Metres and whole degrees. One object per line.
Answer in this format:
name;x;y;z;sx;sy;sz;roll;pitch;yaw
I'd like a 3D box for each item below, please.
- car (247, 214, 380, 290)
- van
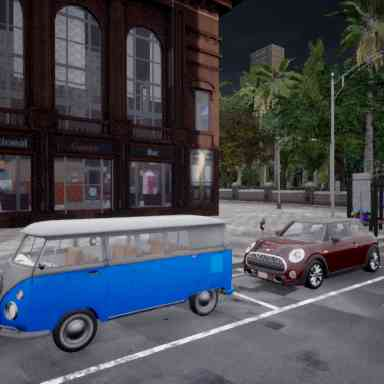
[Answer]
car;3.287;1.438;9.040;4.097;1.590;1.967;0;0;-36
van;-1.114;1.341;5.866;3.998;1.788;1.690;0;0;-36
